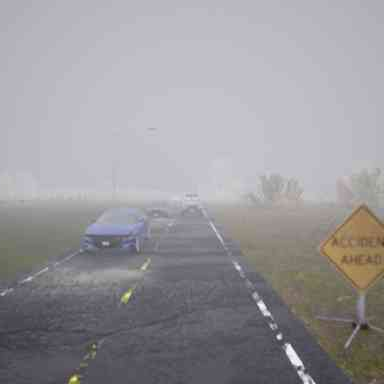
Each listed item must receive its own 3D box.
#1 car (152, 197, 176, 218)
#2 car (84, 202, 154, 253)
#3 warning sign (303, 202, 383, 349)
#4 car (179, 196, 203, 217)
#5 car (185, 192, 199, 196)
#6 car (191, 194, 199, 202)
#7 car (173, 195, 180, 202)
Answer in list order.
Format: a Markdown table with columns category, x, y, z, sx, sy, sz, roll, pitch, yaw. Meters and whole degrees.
| category | x | y | z | sx | sy | sz | roll | pitch | yaw |
| --- | --- | --- | --- | --- | --- | --- | --- | --- | --- |
| car | -2.860 | 1.429 | 29.488 | 2.033 | 1.411 | 5.357 | 0 | 0 | 0 |
| car | -2.885 | 1.424 | 13.634 | 1.882 | 1.535 | 5.008 | 0 | 1 | 0 |
| warning sign | 2.441 | 1.091 | 4.799 | 1.300 | 1.860 | 1.060 | 0 | 0 | 0 |
| car | 0.006 | 1.402 | 30.014 | 1.812 | 1.442 | 4.674 | 0 | 0 | 0 |
| car | -0.043 | 1.062 | 42.537 | 2.150 | 2.045 | 5.566 | 0 | 0 | 0 |
| car | 0.710 | 1.280 | 74.991 | 1.801 | 1.575 | 5.366 | 0 | 0 | 0 |
| car | -2.983 | 1.349 | 63.486 | 1.812 | 1.442 | 4.674 | 0 | 0 | 0 |
